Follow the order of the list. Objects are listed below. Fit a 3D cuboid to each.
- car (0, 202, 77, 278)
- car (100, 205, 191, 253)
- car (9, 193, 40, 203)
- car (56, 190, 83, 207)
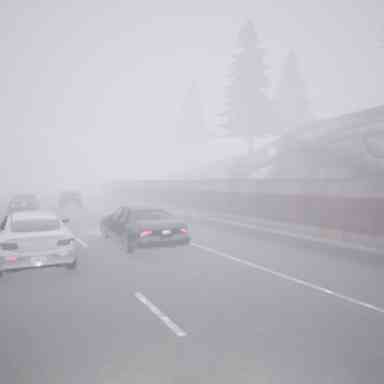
[{"bbox_3d":[-4.379,1.232,9.219,1.812,1.442,4.674,-1,2,-28],"label":"car"},{"bbox_3d":[-1.925,1.169,12.087,2.033,1.411,5.357,-1,2,-27],"label":"car"},{"bbox_3d":[-11.957,0.798,23.755,2.033,1.411,5.357,-1,2,-26],"label":"car"},{"bbox_3d":[-11.055,0.561,30.062,1.837,1.490,4.892,-1,2,-25],"label":"car"}]
